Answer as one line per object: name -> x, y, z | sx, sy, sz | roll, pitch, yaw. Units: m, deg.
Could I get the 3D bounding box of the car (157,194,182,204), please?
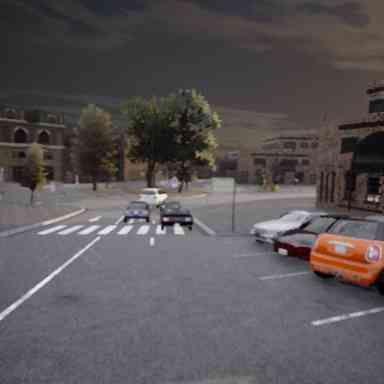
car -> -1.931, 1.252, 31.880 | 1.895, 1.301, 4.718 | 1, 2, -1

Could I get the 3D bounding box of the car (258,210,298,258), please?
car -> 5.013, 1.528, 11.502 | 4.792, 1.488, 2.163 | 1, 0, -26

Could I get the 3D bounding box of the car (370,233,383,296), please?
car -> 5.667, 1.555, 5.662 | 4.792, 1.488, 2.163 | 1, 0, -26

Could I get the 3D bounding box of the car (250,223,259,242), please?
car -> 4.735, 1.526, 14.451 | 4.674, 1.452, 2.002 | 1, 0, -26

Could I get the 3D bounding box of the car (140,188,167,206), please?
car -> -4.183, 0.576, 37.000 | 2.150, 2.045, 5.566 | 1, 4, 8

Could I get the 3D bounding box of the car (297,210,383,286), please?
car -> 5.316, 1.385, 8.572 | 4.553, 1.767, 2.185 | 1, 0, -26

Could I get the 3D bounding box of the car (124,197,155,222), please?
car -> -4.029, 1.384, 24.925 | 2.033, 1.411, 5.357 | 1, 1, -6

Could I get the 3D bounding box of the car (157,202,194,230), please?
car -> -1.046, 1.525, 20.601 | 1.895, 1.301, 4.718 | 1, 0, -6
